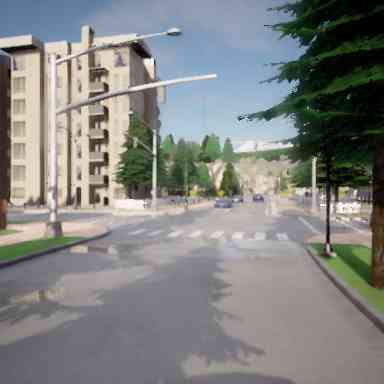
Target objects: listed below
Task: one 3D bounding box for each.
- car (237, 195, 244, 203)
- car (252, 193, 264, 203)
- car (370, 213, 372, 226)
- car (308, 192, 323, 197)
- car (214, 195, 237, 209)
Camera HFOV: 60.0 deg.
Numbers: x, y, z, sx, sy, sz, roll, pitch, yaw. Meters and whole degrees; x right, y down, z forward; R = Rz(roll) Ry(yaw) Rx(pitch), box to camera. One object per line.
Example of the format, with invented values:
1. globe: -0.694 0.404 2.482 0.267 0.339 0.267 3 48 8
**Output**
1. car: 8.224 1.205 59.754 2.128 1.511 4.902 0 0 14
2. car: 12.592 1.060 62.965 2.097 1.767 4.553 0 0 13
3. car: 12.542 1.511 19.005 4.181 1.385 1.994 0 0 14
4. car: 32.893 0.997 88.621 1.845 1.501 3.633 0 0 13
5. car: 4.088 1.348 42.260 2.033 1.411 5.357 0 0 13
